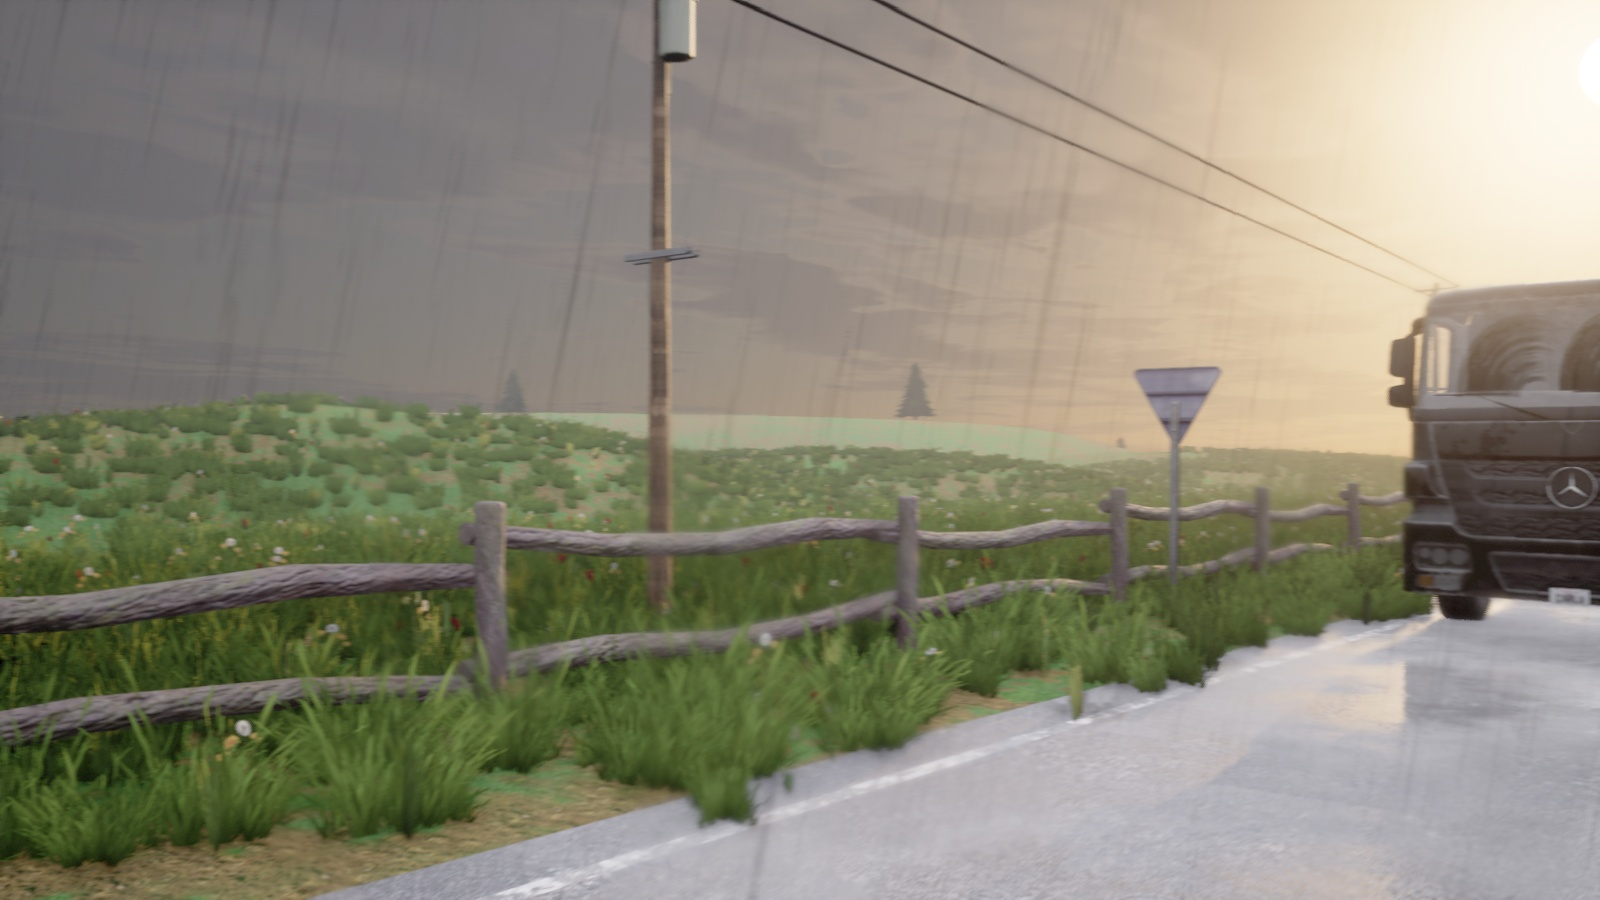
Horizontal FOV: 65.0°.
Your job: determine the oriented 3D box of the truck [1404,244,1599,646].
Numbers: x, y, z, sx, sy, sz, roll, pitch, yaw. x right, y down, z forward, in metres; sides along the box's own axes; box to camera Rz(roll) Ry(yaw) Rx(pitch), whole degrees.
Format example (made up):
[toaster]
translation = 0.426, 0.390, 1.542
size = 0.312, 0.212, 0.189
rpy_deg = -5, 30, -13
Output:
[truck]
translation = 9.421, -0.012, 13.895
size = 2.891, 3.462, 7.936
rpy_deg = 0, -1, 41
